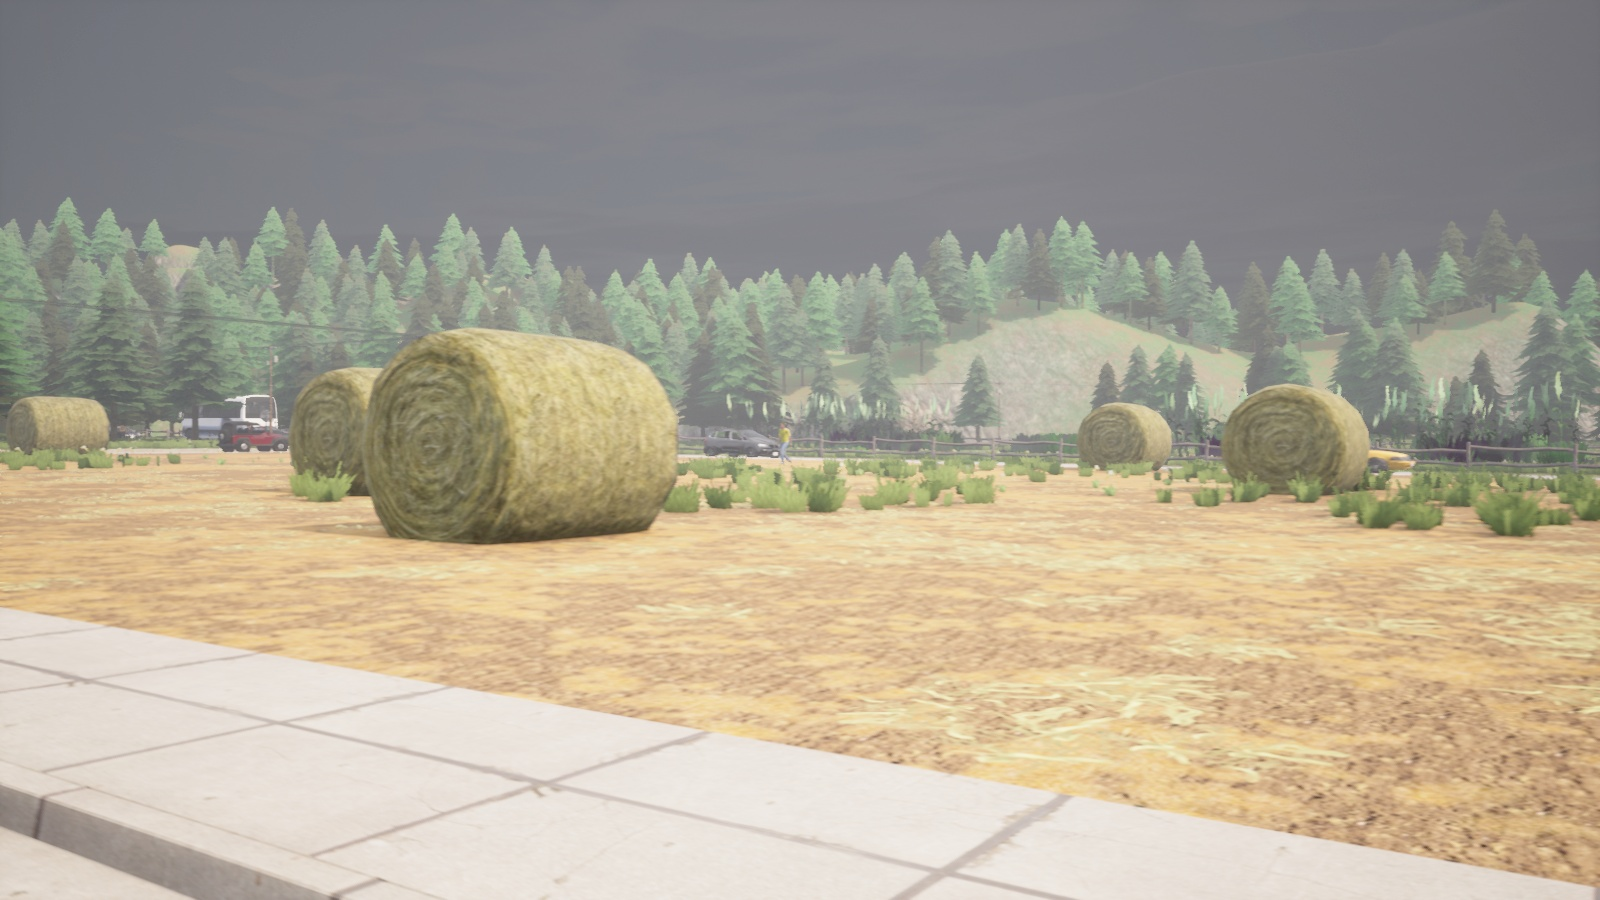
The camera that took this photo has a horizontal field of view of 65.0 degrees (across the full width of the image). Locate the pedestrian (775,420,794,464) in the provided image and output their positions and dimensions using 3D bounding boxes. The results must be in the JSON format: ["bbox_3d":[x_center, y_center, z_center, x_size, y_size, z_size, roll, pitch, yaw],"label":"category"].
[{"bbox_3d":[-0.629,-0.334,51.794,0.706,1.836,0.354,-1,1,-42],"label":"pedestrian"}]

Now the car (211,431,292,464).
[{"bbox_3d":[-32.029,-0.157,73.389,1.905,1.878,3.866,0,1,35],"label":"car"}]

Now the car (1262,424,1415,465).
[{"bbox_3d":[21.535,-0.220,50.362,5.366,1.575,1.801,0,1,37],"label":"car"}]

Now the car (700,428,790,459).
[{"bbox_3d":[-3.053,-0.349,69.174,4.611,1.667,2.242,0,1,37],"label":"car"}]
